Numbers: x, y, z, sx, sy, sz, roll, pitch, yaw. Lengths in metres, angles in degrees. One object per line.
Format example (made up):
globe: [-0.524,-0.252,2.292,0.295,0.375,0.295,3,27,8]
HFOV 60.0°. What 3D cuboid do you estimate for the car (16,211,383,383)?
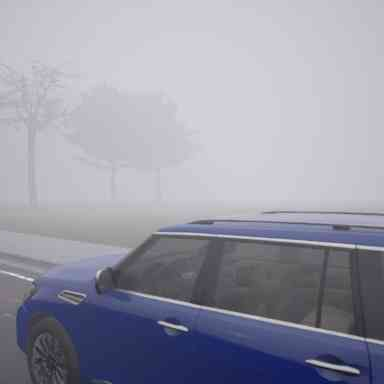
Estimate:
car: [0.541,1.221,3.307,5.566,2.045,2.150,0,0,35]
